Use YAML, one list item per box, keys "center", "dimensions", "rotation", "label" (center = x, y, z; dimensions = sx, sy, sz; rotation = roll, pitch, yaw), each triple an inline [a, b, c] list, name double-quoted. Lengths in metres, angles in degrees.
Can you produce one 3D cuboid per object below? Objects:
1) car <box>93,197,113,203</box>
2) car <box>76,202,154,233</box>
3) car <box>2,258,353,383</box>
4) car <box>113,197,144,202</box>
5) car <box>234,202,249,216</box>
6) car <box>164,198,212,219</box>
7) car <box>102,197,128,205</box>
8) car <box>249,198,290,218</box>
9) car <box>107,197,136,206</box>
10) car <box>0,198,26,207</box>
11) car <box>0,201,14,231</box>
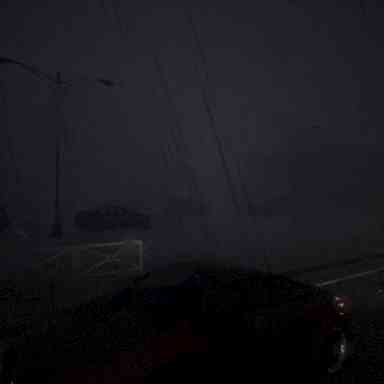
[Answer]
- center: [-12.854, 1.690, 49.784]
  dimensions: [3.633, 1.501, 1.845]
  rotation: [1, 0, -36]
  label: "car"
- center: [-4.464, 1.565, 19.630]
  dimensions: [4.514, 1.523, 2.007]
  rotation: [1, 0, -36]
  label: "car"
- center: [0.074, 1.586, 4.035]
  dimensions: [4.181, 1.385, 1.994]
  rotation: [1, 0, -35]
  label: "car"
- center: [-7.062, 1.669, 41.641]
  dimensions: [4.514, 1.523, 2.007]
  rotation: [1, 0, -36]
  label: "car"
- center: [6.488, 1.808, 36.079]
  dimensions: [3.806, 1.475, 1.970]
  rotation: [1, 0, -36]
  label: "car"
- center: [-0.376, 1.462, 31.107]
  dimensions: [4.605, 1.855, 1.932]
  rotation: [1, 0, -36]
  label: "car"
- center: [-15.398, 1.784, 66.400]
  dimensions: [4.514, 1.523, 2.007]
  rotation: [1, 0, -36]
  label: "car"
- center: [7.932, 1.519, 33.024]
  dimensions: [3.866, 1.878, 1.905]
  rotation: [1, 0, -36]
  label: "car"
- center: [-13.526, 1.776, 63.882]
  dimensions: [5.027, 1.636, 2.152]
  rotation: [1, 0, -36]
  label: "car"
- center: [-28.777, 1.647, 53.120]
  dimensions: [3.806, 1.475, 1.970]
  rotation: [1, 0, -36]
  label: "car"
- center: [-12.326, 1.430, 18.496]
  dimensions: [3.806, 1.475, 1.970]
  rotation: [1, 0, -36]
  label: "car"
